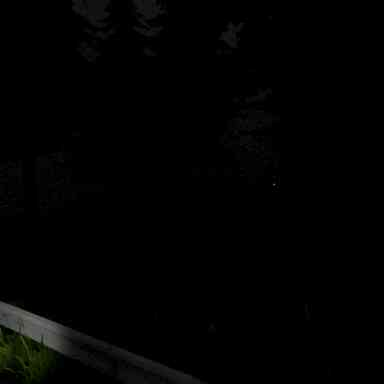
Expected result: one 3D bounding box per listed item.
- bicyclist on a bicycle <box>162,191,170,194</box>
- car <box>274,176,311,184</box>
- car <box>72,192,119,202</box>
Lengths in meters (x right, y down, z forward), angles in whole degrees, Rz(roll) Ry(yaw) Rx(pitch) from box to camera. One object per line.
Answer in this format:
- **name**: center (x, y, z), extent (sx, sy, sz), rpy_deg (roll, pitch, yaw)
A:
- **bicyclist on a bicycle**: center (-2.234, 0.269, 28.847), extent (0.582, 1.620, 1.656), rpy_deg (1, 4, -28)
- **car**: center (11.159, -0.919, 37.708), extent (4.553, 1.767, 2.097), rpy_deg (-4, 0, 8)
- **car**: center (-9.254, 0.813, 32.381), extent (5.008, 1.535, 1.882), rpy_deg (-5, 3, -30)
